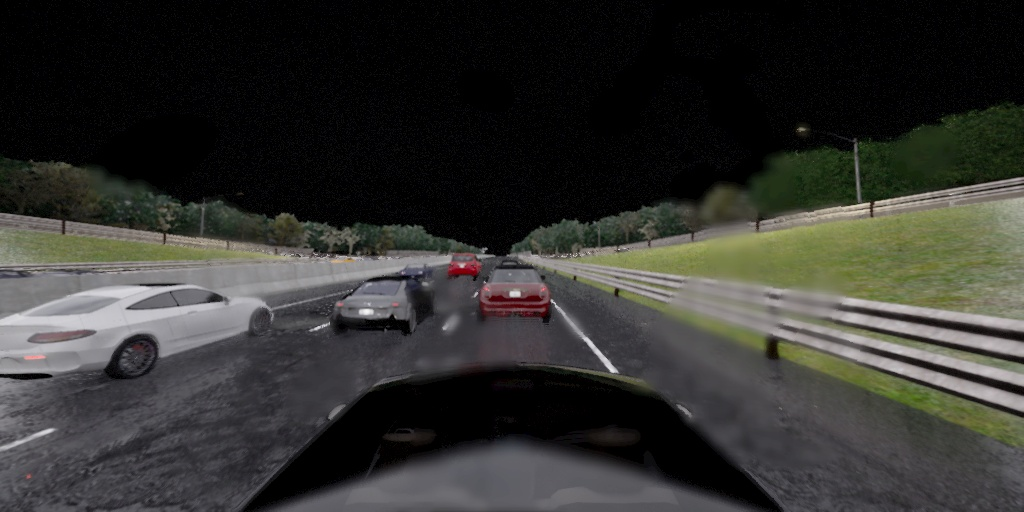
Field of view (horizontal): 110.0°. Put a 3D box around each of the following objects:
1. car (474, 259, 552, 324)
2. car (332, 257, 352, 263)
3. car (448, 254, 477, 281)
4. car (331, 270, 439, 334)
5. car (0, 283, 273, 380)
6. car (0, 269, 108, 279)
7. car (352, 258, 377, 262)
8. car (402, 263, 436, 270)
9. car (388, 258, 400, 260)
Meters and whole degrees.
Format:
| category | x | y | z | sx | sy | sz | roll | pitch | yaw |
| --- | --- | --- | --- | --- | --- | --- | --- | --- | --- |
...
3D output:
| category | x | y | z | sx | sy | sz | roll | pitch | yaw |
| --- | --- | --- | --- | --- | --- | --- | --- | --- | --- |
| car | 0.076 | 1.048 | 11.931 | 2.097 | 1.767 | 4.553 | 0 | 0 | 0 |
| car | -25.481 | 0.914 | 54.377 | 1.882 | 1.535 | 5.008 | 0 | 1 | -1 |
| car | -3.698 | 0.827 | 28.663 | 2.150 | 2.045 | 5.566 | 0 | 0 | -1 |
| car | -3.414 | 1.268 | 10.394 | 1.994 | 1.385 | 4.181 | 0 | 0 | 0 |
| car | -6.906 | 1.247 | 7.048 | 1.812 | 1.442 | 4.674 | 0 | 0 | 0 |
| car | -17.644 | 1.247 | 14.110 | 1.994 | 1.385 | 4.181 | 0 | 0 | 0 |
| car | -21.993 | 0.981 | 55.126 | 2.033 | 1.411 | 5.357 | 0 | 0 | -1 |
| car | -7.179 | 1.210 | 27.804 | 1.895 | 1.301 | 4.718 | 0 | 0 | -1 |
| car | -18.538 | 0.988 | 56.684 | 1.994 | 1.385 | 4.181 | 0 | 0 | -1 |
